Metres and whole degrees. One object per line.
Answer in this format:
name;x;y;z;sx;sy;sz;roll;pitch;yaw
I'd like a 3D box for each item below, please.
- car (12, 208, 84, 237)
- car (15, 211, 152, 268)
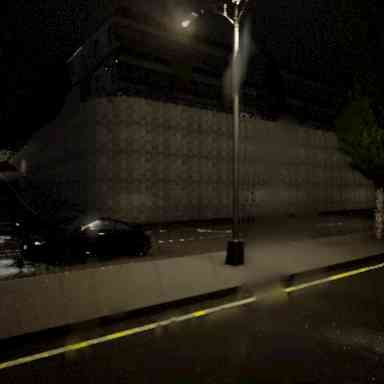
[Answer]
car;-5.929;1.462;15.386;4.181;1.385;1.994;2;0;-16
car;-3.460;1.538;11.332;4.181;1.385;1.994;1;0;-36
